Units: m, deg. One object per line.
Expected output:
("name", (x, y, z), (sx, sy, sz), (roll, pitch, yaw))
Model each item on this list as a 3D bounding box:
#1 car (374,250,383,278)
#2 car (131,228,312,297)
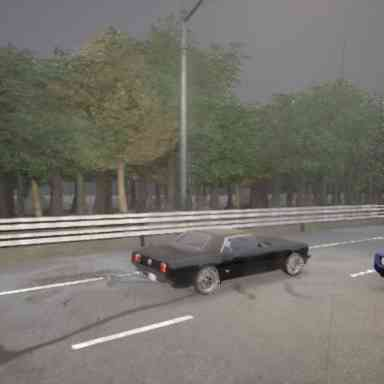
("car", (6.618, 1.615, 8.250), (4.718, 1.301, 1.895), (0, 0, -34))
("car", (0.958, 1.603, 8.631), (4.718, 1.301, 1.895), (0, 0, -35))
